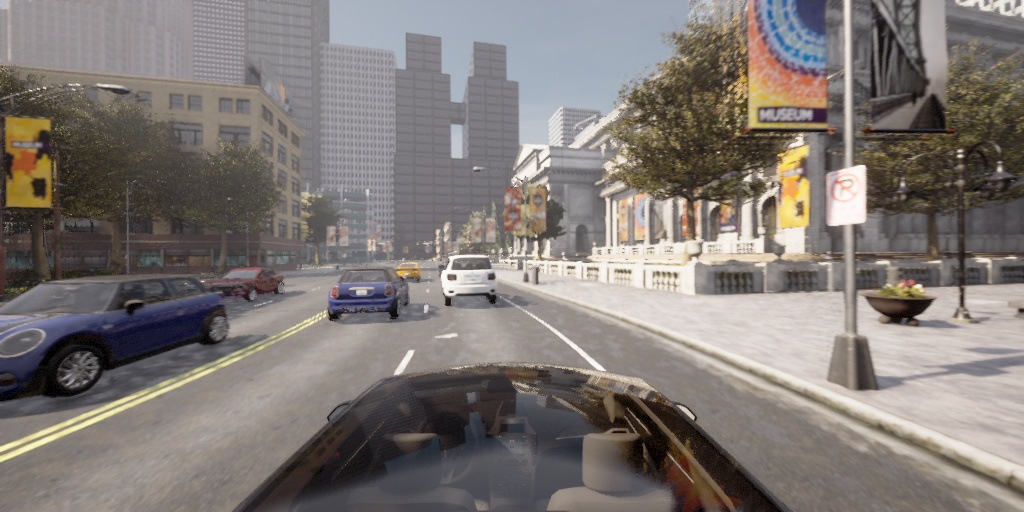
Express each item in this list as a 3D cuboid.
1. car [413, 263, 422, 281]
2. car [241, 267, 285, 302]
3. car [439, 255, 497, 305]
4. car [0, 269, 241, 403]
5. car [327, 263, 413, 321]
[{"bbox_3d":[-8.800,1.298,30.788,1.882,1.535,5.008,-1,0,-13],"label":"car"},{"bbox_3d":[-13.209,1.340,17.934,1.882,1.535,5.008,-1,0,-12],"label":"car"},{"bbox_3d":[-2.077,0.986,16.453,2.150,2.045,5.566,0,0,-12],"label":"car"},{"bbox_3d":[-7.575,1.167,6.538,2.097,1.767,4.553,-1,0,-7],"label":"car"},{"bbox_3d":[-4.995,1.143,13.065,2.097,1.767,4.553,-1,0,-11],"label":"car"}]
